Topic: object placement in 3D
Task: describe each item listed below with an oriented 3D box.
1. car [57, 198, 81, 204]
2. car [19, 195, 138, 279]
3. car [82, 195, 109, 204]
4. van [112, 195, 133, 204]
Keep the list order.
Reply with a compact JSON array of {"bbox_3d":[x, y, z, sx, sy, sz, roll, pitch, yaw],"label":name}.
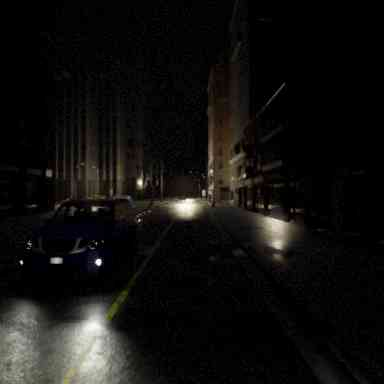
[{"bbox_3d":[-26.001,1.858,70.343,4.313,1.339,1.947,0,0,-1],"label":"car"},{"bbox_3d":[-3.100,1.231,10.372,2.150,2.045,5.566,0,0,0],"label":"car"},{"bbox_3d":[-20.361,1.610,70.430,5.009,1.841,2.192,0,0,-1],"label":"car"},{"bbox_3d":[-14.721,1.638,70.515,3.998,1.788,1.690,0,0,-1],"label":"van"}]
